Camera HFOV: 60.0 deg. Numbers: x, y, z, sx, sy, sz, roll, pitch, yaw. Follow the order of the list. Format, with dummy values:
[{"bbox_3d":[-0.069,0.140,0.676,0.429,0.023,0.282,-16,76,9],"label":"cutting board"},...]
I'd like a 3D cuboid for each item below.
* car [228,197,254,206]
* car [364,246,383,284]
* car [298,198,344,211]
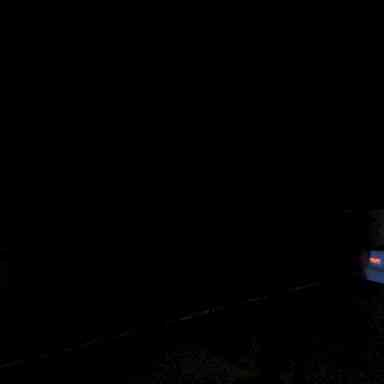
[{"bbox_3d":[7.307,1.452,49.977,1.994,1.385,4.181,0,0,-38],"label":"car"},{"bbox_3d":[6.372,1.535,8.151,5.357,1.411,2.033,0,0,-35],"label":"car"},{"bbox_3d":[15.230,1.434,39.687,2.033,1.411,5.357,0,0,-38],"label":"car"}]
